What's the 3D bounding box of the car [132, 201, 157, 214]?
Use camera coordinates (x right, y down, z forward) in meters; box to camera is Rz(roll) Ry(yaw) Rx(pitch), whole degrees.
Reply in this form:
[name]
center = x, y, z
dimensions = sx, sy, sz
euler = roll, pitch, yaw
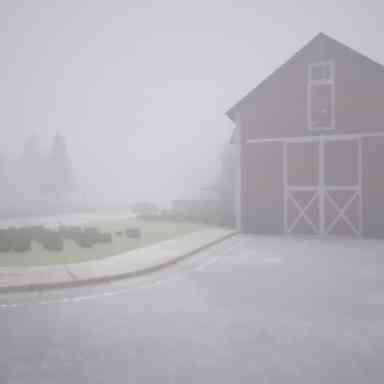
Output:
[car]
center = -5.720, 1.851, 40.263
dimensions = 1.816, 1.474, 4.193
euler = -6, -2, 17
